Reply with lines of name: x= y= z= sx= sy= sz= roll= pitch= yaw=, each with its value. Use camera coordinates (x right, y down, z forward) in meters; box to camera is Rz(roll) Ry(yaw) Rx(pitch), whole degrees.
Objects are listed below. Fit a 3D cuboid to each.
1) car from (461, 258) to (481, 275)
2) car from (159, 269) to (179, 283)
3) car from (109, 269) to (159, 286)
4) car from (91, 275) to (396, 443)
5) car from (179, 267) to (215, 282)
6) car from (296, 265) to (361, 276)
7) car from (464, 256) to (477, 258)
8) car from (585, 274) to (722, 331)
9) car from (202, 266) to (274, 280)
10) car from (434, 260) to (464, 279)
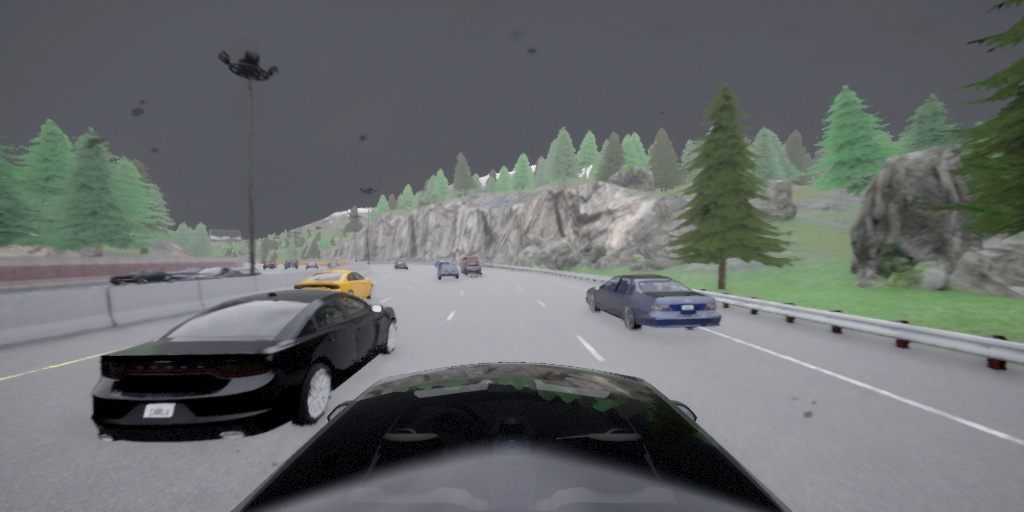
car: x=-4.617 y=1.327 z=40.158 sx=2.128 sy=1.511 sz=4.902 roll=-1 pitch=0 yaw=-14
car: x=-27.995 y=1.695 z=31.882 sx=2.033 sy=1.411 sz=5.357 roll=-1 pitch=0 yaw=-12
car: x=-31.268 y=1.792 z=30.498 sx=1.895 sy=1.301 sz=4.718 roll=-1 pitch=0 yaw=-12
car: x=-3.348 y=1.276 z=5.778 sx=1.882 sy=1.535 sz=5.008 roll=0 pitch=0 yaw=-2
car: x=-23.796 y=1.614 z=28.795 sx=1.812 sy=1.442 sz=4.674 roll=-1 pitch=0 yaw=-11
car: x=-7.489 y=1.337 z=15.565 sx=1.882 sy=1.535 sz=5.008 roll=0 pitch=0 yaw=-5
car: x=-7.399 y=1.105 z=61.493 sx=2.150 sy=2.045 sz=5.566 roll=0 pitch=0 yaw=-23
car: x=3.829 y=1.251 z=10.825 sx=2.033 sy=1.411 sz=5.357 roll=-1 pitch=0 yaw=-6
car: x=-19.720 y=1.632 z=26.083 sx=1.895 sy=1.301 sz=4.718 roll=-1 pitch=0 yaw=-10
car: x=-6.204 y=1.400 z=34.342 sx=2.033 sy=1.411 sz=5.357 roll=-1 pitch=0 yaw=-15
